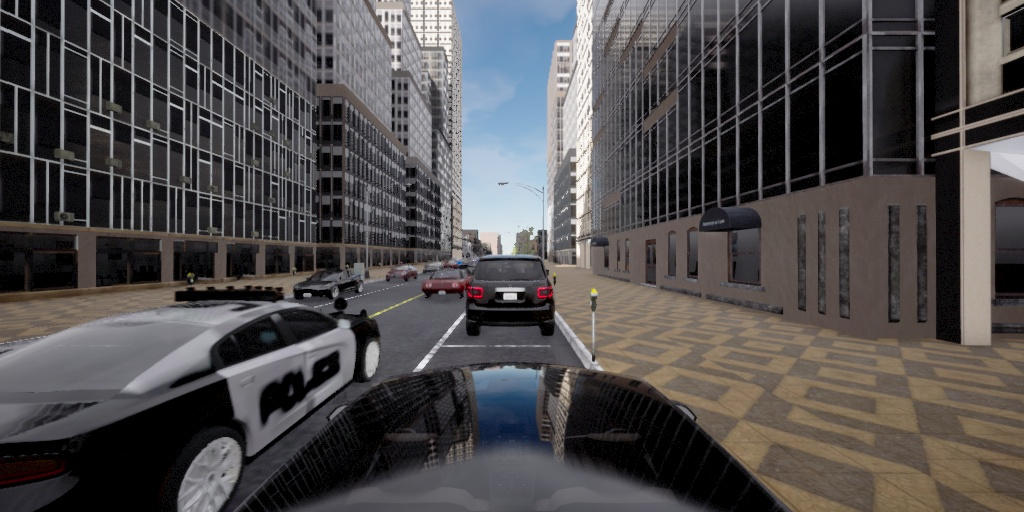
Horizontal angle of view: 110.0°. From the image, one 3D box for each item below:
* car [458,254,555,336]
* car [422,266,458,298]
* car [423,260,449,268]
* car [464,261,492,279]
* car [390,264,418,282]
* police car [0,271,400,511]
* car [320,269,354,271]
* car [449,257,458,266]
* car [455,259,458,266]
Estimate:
[{"bbox_3d":[-0.039,0.977,10.529,2.150,2.045,5.566,0,0,0],"label":"car"},{"bbox_3d":[-3.127,1.348,18.383,1.895,1.301,4.718,0,0,1],"label":"car"},{"bbox_3d":[-8.836,1.286,40.419,2.007,1.370,4.403,0,0,0],"label":"car"},{"bbox_3d":[-3.123,1.233,33.629,2.128,1.511,4.902,0,0,0],"label":"car"},{"bbox_3d":[-8.835,1.325,29.033,1.802,1.307,4.207,0,0,0],"label":"car"},{"bbox_3d":[-3.146,1.175,4.186,1.930,1.638,5.238,0,0,0],"label":"police car"},{"bbox_3d":[-8.836,1.313,17.650,1.948,1.339,4.313,0,0,0],"label":"car"},{"bbox_3d":[-8.836,1.273,51.803,1.888,1.381,4.507,0,0,0],"label":"car"},{"bbox_3d":[-6.167,1.331,48.930,1.895,1.301,4.718,0,0,1],"label":"car"}]
